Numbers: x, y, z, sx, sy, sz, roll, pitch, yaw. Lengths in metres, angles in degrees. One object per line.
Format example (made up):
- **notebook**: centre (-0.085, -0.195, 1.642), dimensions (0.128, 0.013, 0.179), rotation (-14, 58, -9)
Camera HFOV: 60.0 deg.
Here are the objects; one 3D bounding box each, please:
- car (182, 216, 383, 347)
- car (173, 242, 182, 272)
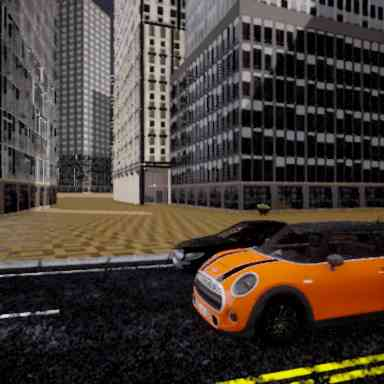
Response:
- **car**: centre (2.337, 1.359, 6.182), dimensions (4.553, 1.767, 2.097), rotation (0, 0, -17)
- **car**: centre (1.784, 1.536, 9.387), dimensions (4.674, 1.442, 1.812), rotation (0, 0, -17)
